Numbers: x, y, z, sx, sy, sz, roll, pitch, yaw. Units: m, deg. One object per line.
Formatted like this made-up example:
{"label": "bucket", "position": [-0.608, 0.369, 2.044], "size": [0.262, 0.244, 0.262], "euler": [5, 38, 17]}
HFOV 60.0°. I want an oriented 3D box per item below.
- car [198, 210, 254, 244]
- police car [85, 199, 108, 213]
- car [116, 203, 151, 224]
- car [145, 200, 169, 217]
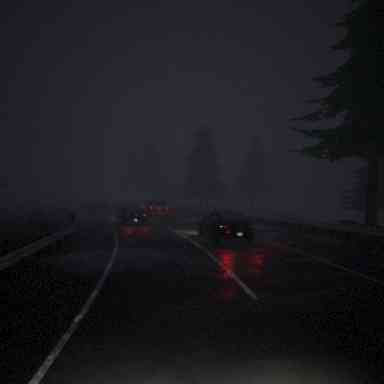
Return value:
{"label": "car", "position": [1.575, 1.618, 16.397], "size": [1.812, 1.442, 4.674], "euler": [0, 0, -11]}
{"label": "police car", "position": [-11.824, 1.703, 40.952], "size": [1.930, 1.638, 5.238], "euler": [0, -1, -31]}
{"label": "car", "position": [-4.859, 1.771, 26.369], "size": [1.895, 1.301, 4.718], "euler": [0, 0, -20]}
{"label": "car", "position": [-3.912, 1.560, 33.229], "size": [2.097, 1.767, 4.553], "euler": [0, 0, -24]}
